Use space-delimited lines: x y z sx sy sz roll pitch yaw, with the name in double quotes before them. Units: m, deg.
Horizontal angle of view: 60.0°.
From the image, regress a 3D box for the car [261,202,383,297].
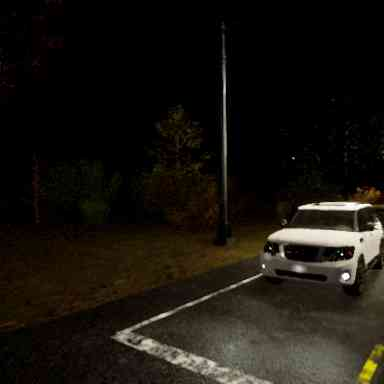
"car" 3.970 1.335 9.454 2.150 2.045 5.566 -1 -1 37
